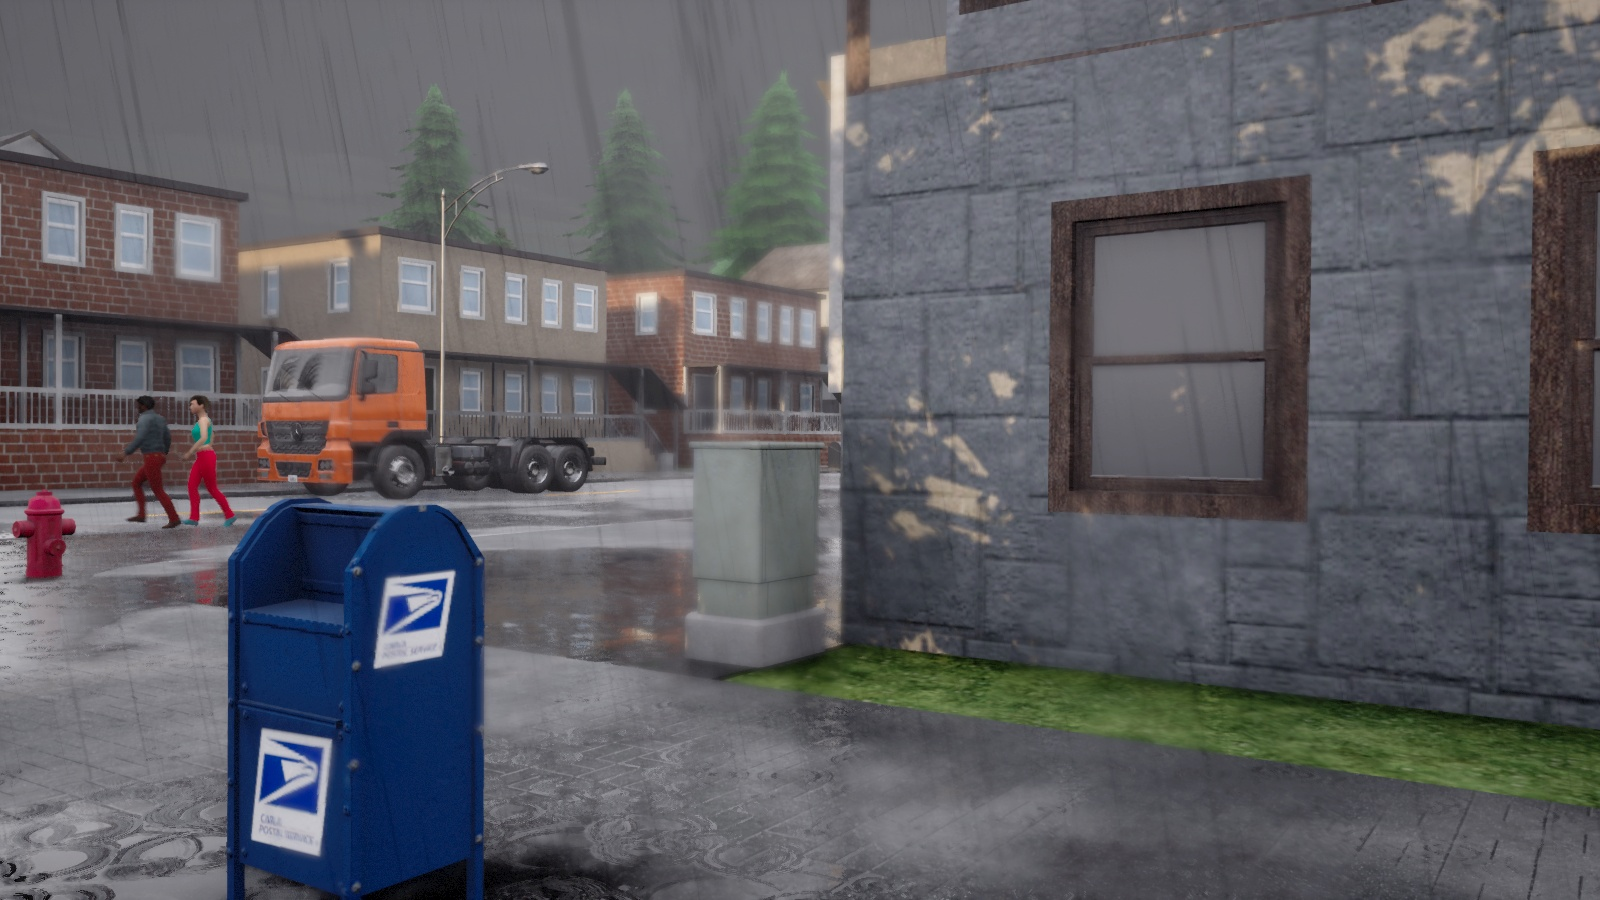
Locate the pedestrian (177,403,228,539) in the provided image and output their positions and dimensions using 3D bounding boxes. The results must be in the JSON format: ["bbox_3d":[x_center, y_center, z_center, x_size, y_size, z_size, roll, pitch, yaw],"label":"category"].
[{"bbox_3d":[-8.252,0.279,17.343,0.594,1.836,0.345,-1,1,-28],"label":"pedestrian"}]

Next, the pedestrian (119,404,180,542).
[{"bbox_3d":[-8.812,0.304,17.024,0.614,1.847,0.353,-1,1,-3],"label":"pedestrian"}]

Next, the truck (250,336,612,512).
[{"bbox_3d":[-8.083,-0.570,28.753,2.891,3.462,7.936,0,1,33],"label":"truck"}]
